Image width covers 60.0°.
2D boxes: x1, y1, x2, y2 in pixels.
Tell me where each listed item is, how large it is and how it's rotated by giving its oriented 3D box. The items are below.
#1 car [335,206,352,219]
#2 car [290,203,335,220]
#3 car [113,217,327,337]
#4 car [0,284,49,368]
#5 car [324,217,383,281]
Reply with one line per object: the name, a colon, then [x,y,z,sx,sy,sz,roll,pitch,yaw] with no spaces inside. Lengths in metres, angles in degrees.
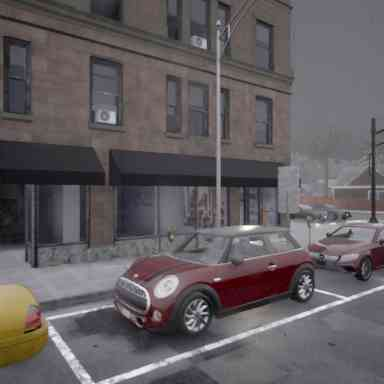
car: [11.495,1.682,28.745,1.994,1.385,4.181,0,0,-36]
car: [8.726,1.644,27.033,1.812,1.442,4.674,0,0,-36]
car: [0.546,1.444,6.582,4.097,1.590,1.967,0,0,-36]
car: [-4.079,1.524,3.269,4.829,1.417,1.752,0,0,-36]
car: [5.033,1.591,9.795,4.206,1.307,1.802,0,0,-36]
